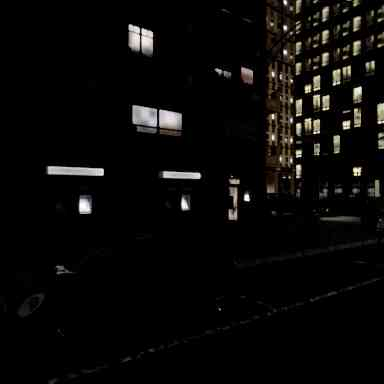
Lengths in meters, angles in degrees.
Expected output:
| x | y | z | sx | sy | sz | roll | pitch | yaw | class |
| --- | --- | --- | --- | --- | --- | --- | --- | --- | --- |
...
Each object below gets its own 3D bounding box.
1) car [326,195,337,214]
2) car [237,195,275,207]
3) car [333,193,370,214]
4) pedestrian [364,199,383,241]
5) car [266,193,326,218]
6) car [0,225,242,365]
| x | y | z | sx | sy | sz | roll | pitch | yaw | class |
| --- | --- | --- | --- | --- | --- | --- | --- | --- | --- |
| 9.418 | 1.196 | 28.632 | 1.837 | 1.490 | 4.892 | 0 | 1 | -36 | car |
| 7.746 | 1.071 | 40.692 | 1.947 | 1.339 | 4.313 | 1 | 0 | -36 | car |
| 14.330 | 1.028 | 31.756 | 2.192 | 1.841 | 5.009 | 1 | 0 | -36 | car |
| 7.969 | 1.136 | 14.603 | 0.375 | 1.860 | 0.375 | 0 | 0 | -36 | pedestrian |
| 7.618 | 1.009 | 26.740 | 2.192 | 1.841 | 5.009 | 2 | 0 | -36 | car |
| -1.126 | 1.440 | 5.773 | 4.097 | 1.590 | 1.967 | 0 | 0 | -36 | car |
